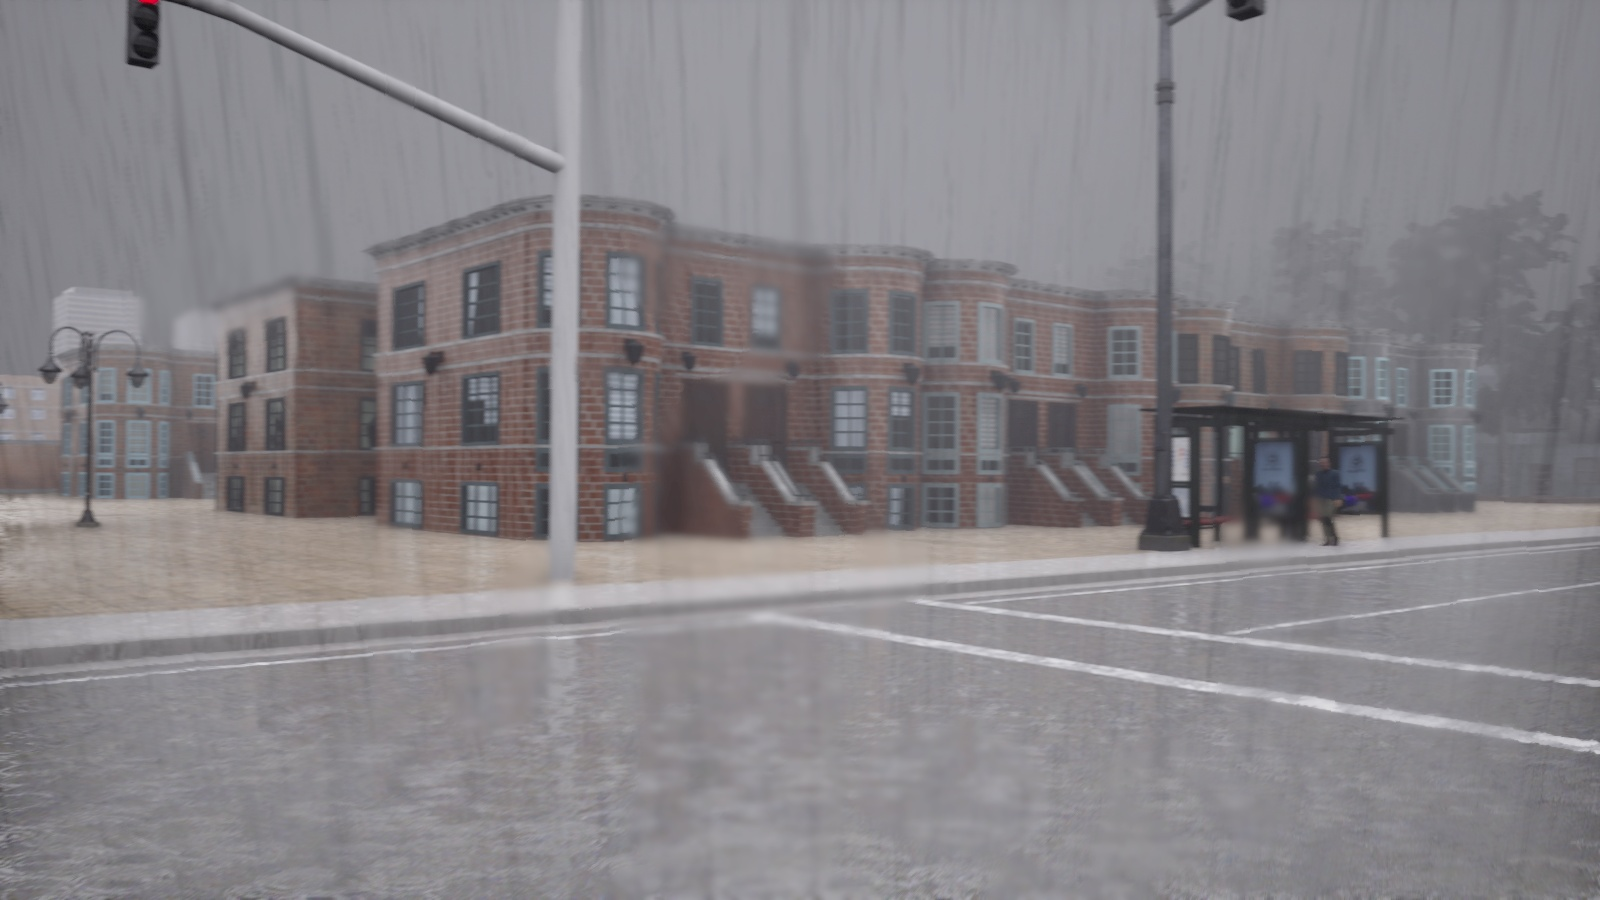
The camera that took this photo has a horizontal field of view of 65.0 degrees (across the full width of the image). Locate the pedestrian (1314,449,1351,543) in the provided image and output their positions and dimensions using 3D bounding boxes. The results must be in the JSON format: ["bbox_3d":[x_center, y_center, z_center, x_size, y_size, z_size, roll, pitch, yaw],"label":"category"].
[{"bbox_3d":[10.617,0.906,25.035,0.726,1.842,0.402,1,-1,-41],"label":"pedestrian"}]
